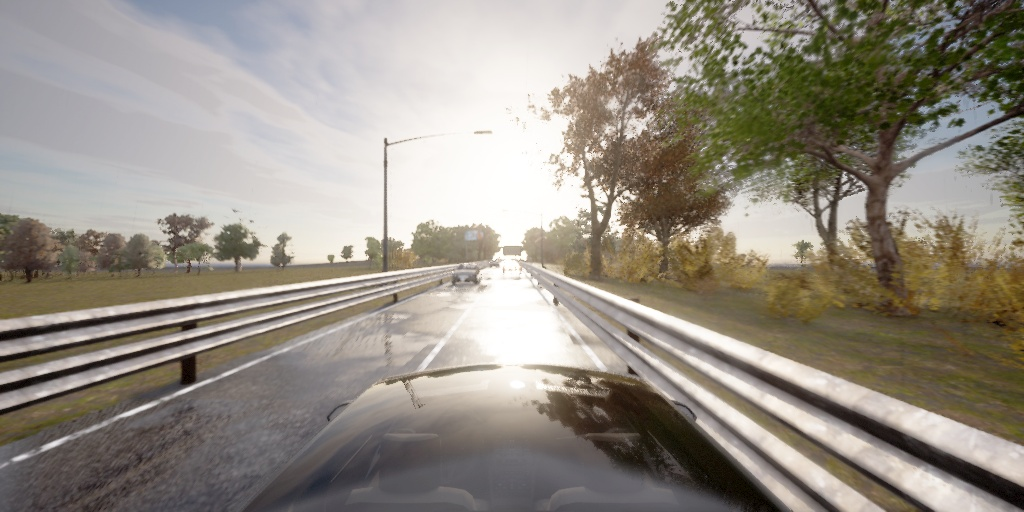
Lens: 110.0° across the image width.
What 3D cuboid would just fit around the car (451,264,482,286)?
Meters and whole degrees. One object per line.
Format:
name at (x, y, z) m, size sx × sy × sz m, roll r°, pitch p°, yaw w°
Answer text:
car at (-3.331, 1.343, 26.899) m, size 2.128 × 1.511 × 4.902 m, roll 0°, pitch 0°, yaw 0°

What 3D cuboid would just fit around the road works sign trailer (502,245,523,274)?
road works sign trailer at (0.034, 0.390, 45.184) m, size 2.380 × 3.560 × 2.880 m, roll 0°, pitch 0°, yaw 0°
